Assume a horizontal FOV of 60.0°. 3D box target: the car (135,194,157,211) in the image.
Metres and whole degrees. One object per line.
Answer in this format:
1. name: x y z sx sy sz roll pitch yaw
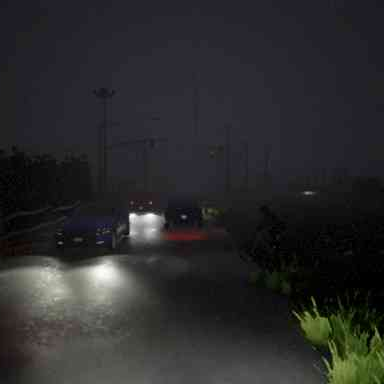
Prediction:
1. car: -4.029 0.857 28.076 1.895 1.301 4.718 0 2 -2

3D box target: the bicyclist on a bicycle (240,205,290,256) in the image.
1. bicyclist on a bicycle: 2.126 1.180 9.110 1.656 1.620 0.582 0 2 -2

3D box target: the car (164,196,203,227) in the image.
1. car: -0.477 0.955 18.117 1.882 1.535 5.008 0 2 -2

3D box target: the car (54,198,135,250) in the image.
1. car: -3.586 1.121 12.713 1.882 1.535 5.008 0 2 -2
